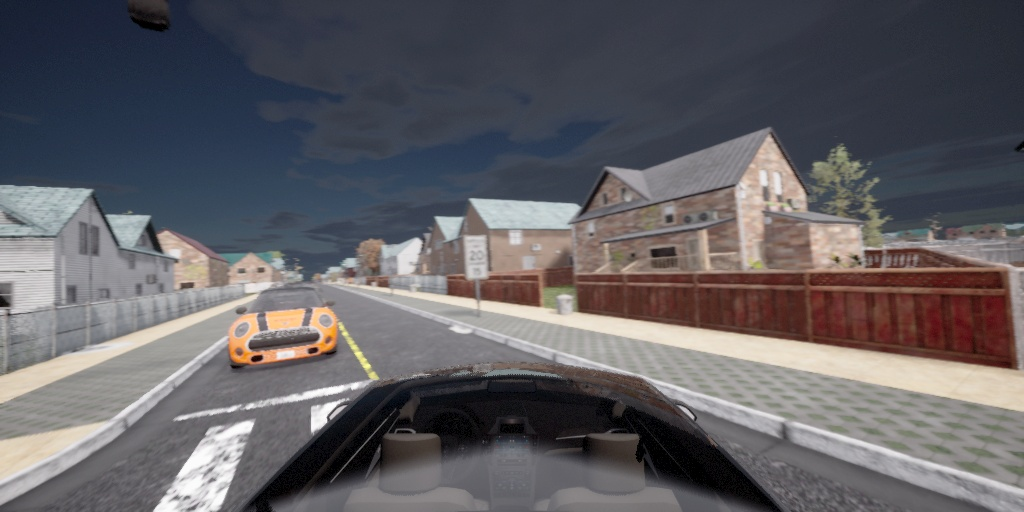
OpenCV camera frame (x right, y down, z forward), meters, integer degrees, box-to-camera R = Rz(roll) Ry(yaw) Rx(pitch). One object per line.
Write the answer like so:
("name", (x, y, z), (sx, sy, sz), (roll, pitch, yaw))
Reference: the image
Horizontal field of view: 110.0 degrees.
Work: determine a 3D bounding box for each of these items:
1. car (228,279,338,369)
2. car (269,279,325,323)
("car", (-5.960, 1.632, 9.628), (2.097, 1.767, 4.553), (-2, -2, -30))
("car", (-10.873, 2.146, 18.303), (2.097, 1.767, 4.553), (-2, -2, -30))
